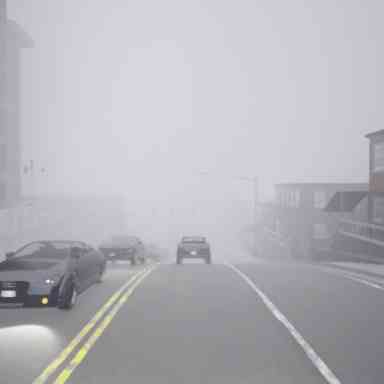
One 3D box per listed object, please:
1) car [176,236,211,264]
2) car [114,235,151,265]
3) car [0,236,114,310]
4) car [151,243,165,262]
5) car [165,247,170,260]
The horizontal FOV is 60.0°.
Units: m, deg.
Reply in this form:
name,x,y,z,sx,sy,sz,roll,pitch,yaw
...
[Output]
name,x,y,z,sx,sy,sz,roll,pitch,yaw
car,0.083,3.378,19.410,2.128,1.511,4.902,0,-11,0
car,-3.603,3.030,17.677,1.882,1.535,5.008,0,-10,0
car,-3.593,1.932,8.518,1.994,1.385,4.181,0,-3,0
car,-3.580,5.034,27.708,1.837,1.490,4.892,0,-12,0
car,-3.547,7.010,37.941,2.033,1.411,5.357,0,-9,0
